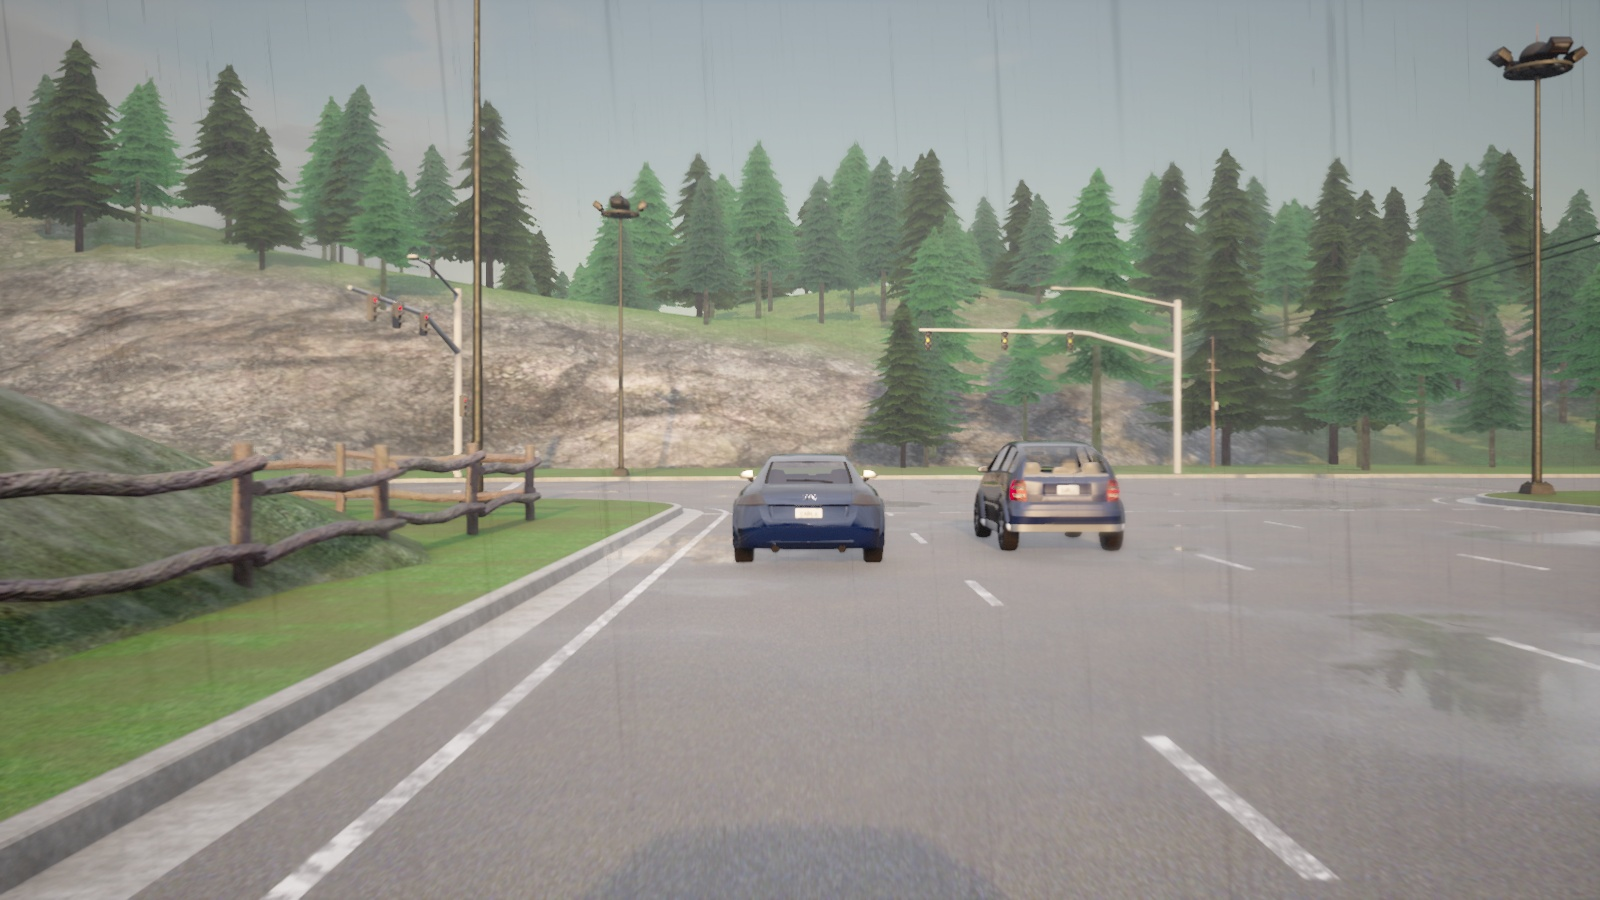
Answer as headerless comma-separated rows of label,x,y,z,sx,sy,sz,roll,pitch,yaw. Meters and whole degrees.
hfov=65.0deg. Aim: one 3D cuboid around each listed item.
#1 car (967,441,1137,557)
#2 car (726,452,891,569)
car,3.622,0.644,18.669,1.789,1.549,3.705,0,0,0
car,0.114,0.733,17.230,1.994,1.385,4.181,0,0,0
